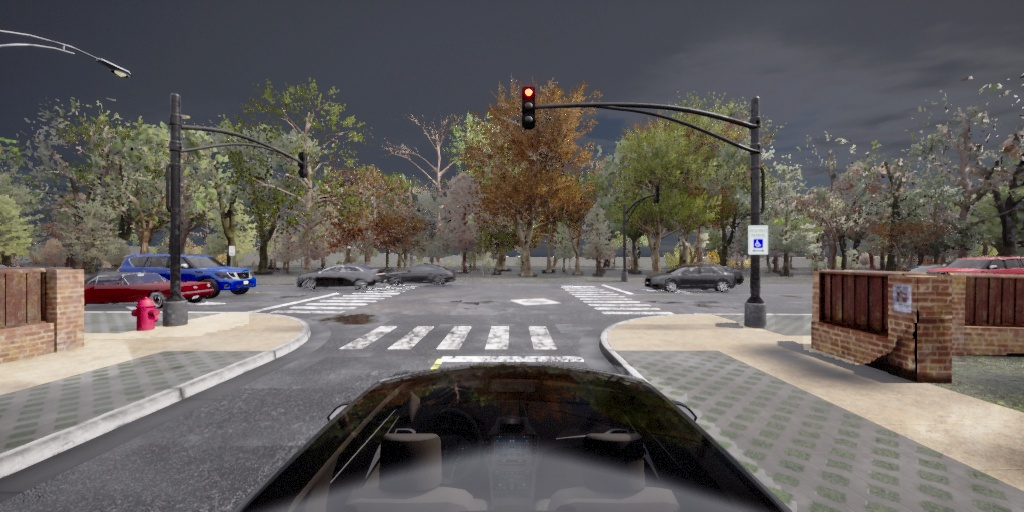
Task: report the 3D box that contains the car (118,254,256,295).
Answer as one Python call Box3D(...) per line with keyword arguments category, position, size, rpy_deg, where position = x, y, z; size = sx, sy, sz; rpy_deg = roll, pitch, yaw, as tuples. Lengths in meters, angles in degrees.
Box3D(category="car", position=(-15.561, 0.916, 17.247), size=(5.566, 2.045, 2.150), rpy_deg=(0, 0, 0))

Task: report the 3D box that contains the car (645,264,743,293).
Box3D(category="car", position=(10.212, 1.299, 20.692), size=(4.892, 1.490, 1.837), rpy_deg=(0, 0, -2))

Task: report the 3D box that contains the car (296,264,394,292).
Box3D(category="car", position=(-9.748, 1.212, 20.705), size=(4.902, 1.511, 2.128), rpy_deg=(0, 0, 0))

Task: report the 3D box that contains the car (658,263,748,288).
Box3D(category="car", position=(12.640, 1.285, 23.987), size=(5.008, 1.535, 1.882), rpy_deg=(0, 0, 0))

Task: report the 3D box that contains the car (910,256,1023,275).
Box3D(category="car", position=(27.185, 1.066, 20.756), size=(5.566, 2.045, 2.150), rpy_deg=(-1, 0, -1))

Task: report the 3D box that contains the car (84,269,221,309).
Box3D(category="car", position=(-14.634, 1.294, 13.997), size=(4.718, 1.301, 1.895), rpy_deg=(0, 0, -3))

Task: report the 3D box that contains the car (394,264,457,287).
Box3D(category="car", position=(-6.036, 1.264, 23.960), size=(4.674, 1.442, 1.812), rpy_deg=(0, 0, 0))

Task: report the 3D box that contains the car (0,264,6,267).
Box3D(category="car", position=(-25.612, 1.180, 17.232), size=(4.674, 1.442, 1.812), rpy_deg=(0, 0, 0))

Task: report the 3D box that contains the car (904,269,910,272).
Box3D(category="car", position=(28.015, 1.335, 24.000), size=(5.008, 1.535, 1.882), rpy_deg=(-1, 0, 0))
